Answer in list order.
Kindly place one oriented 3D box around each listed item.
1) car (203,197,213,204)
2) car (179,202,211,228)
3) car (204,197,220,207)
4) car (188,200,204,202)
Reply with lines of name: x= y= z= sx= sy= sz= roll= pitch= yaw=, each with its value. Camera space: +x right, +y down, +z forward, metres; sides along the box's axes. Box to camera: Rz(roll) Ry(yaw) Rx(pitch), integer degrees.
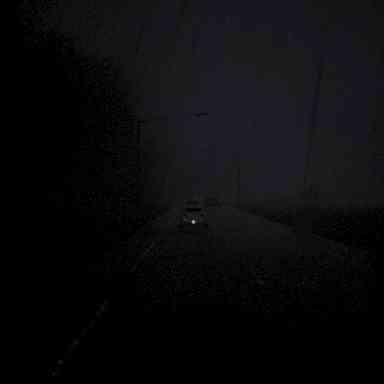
car: x=3.484 y=1.889 z=73.405 sx=1.837 sy=1.490 sz=4.892 roll=0 pitch=0 yaw=0
car: x=0.093 y=1.646 z=22.949 sx=1.812 sy=1.442 sz=4.674 roll=0 pitch=0 yaw=0
car: x=3.588 y=1.650 z=56.226 sx=2.097 sy=1.767 sz=4.553 roll=0 pitch=0 yaw=0
car: x=0.088 y=1.764 z=41.176 sx=2.033 sy=1.411 sz=5.357 roll=0 pitch=0 yaw=0
